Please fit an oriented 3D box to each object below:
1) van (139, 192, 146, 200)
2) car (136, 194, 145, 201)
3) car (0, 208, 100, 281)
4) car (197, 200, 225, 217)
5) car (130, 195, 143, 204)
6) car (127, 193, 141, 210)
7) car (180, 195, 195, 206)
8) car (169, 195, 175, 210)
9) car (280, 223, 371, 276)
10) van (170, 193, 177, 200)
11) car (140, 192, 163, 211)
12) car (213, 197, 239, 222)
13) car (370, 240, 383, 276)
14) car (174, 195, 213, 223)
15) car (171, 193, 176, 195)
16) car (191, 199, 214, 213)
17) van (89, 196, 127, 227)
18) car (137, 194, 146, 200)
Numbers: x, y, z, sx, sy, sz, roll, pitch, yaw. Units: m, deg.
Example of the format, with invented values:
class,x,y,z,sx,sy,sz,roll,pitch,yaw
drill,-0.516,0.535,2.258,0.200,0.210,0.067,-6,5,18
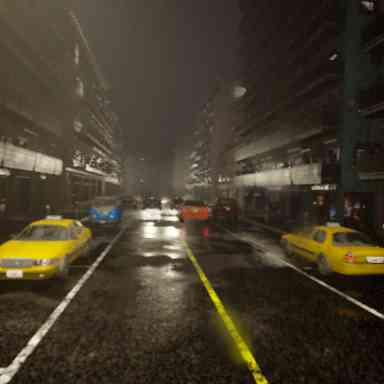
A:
class,x,y,z,sx,sy,sz,roll,pitch,yaw
van,-12.271,0.952,82.652,1.690,1.788,3.998,1,0,-6
car,-11.002,1.212,71.400,1.802,1.307,4.206,2,0,-6
car,-3.968,1.377,9.347,1.752,1.417,4.829,2,0,-6
car,1.788,1.572,32.939,2.008,1.369,4.403,2,0,-6
car,-9.068,1.198,54.354,1.752,1.417,4.829,2,0,-6
car,-7.172,1.170,37.644,1.967,1.590,4.097,2,0,-6
car,-0.759,1.381,55.442,1.967,1.590,4.097,2,0,-6
car,-1.729,1.431,40.602,1.812,1.442,4.674,2,0,-6
car,4.318,1.645,10.606,1.752,1.417,4.829,2,0,-6
van,-5.221,1.207,94.820,1.690,1.788,3.998,1,0,-6
car,-4.570,1.035,38.662,2.150,2.045,5.566,2,0,-6
car,2.432,1.359,27.312,2.192,1.841,5.009,2,0,-6
car,4.974,1.696,4.815,1.887,1.381,4.507,2,0,-6
car,0.006,1.318,25.490,2.097,1.767,4.553,2,0,-6
car,-4.589,1.417,89.194,1.887,1.381,4.507,1,0,-6
car,1.151,1.550,38.564,2.008,1.369,4.403,2,0,-6
van,-5.257,1.139,20.767,1.690,1.788,3.998,2,0,-6
car,-11.639,1.201,77.025,1.802,1.307,4.206,1,0,-6
